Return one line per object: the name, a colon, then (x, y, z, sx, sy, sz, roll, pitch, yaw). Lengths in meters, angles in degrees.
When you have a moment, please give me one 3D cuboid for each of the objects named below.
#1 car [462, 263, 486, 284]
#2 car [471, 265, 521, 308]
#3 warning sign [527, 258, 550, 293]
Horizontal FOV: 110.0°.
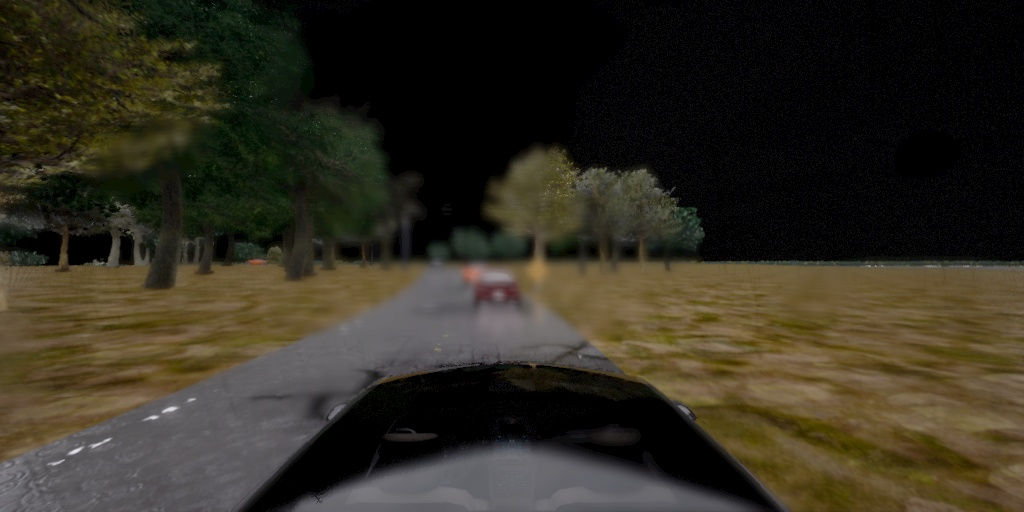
car: (-3.052, 1.382, 30.493, 2.097, 1.767, 4.553, 1, -1, -11)
car: (-0.776, 1.374, 16.300, 1.882, 1.535, 5.008, 0, 0, -6)
warning sign: (1.492, 1.058, 19.806, 1.300, 1.860, 1.060, 0, 0, -8)
